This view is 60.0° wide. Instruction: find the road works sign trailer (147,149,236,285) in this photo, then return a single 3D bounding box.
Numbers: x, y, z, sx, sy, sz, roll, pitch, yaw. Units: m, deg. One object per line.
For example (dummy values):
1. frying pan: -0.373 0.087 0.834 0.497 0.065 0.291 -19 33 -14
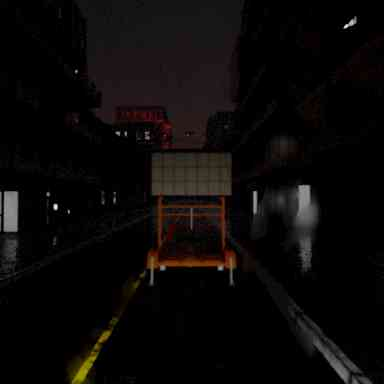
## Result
1. road works sign trailer: -0.010 0.546 9.709 2.380 3.560 2.880 0 -1 0
